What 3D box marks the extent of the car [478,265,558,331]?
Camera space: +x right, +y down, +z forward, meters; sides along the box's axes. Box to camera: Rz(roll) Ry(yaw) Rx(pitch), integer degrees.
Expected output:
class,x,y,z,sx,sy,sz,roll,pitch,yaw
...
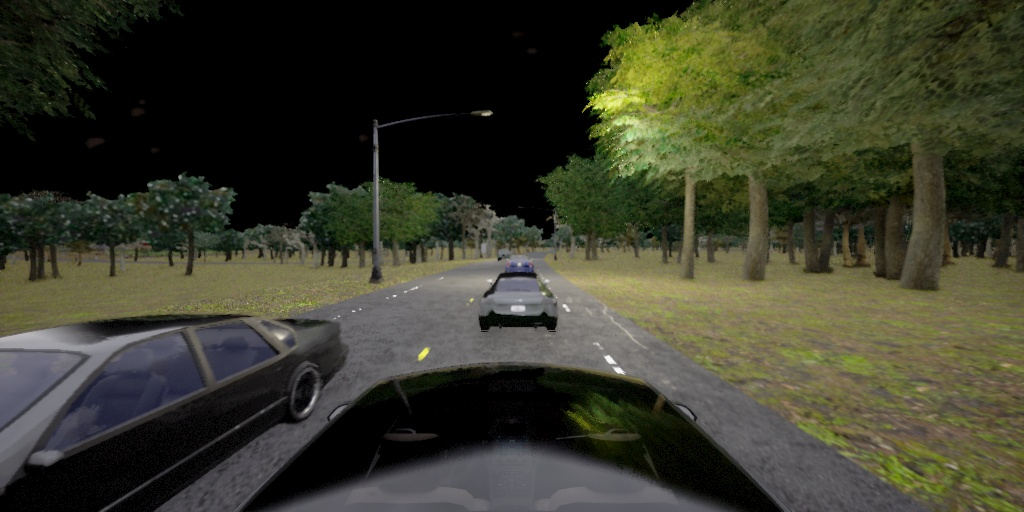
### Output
class,x,y,z,sx,sy,sz,roll,pitch,yaw
car,0.179,1.143,10.307,1.994,1.385,4.181,0,1,1

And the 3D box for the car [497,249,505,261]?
class,x,y,z,sx,sy,sz,roll,pitch,yaw
car,-1.255,-0.166,61.357,2.150,2.045,5.566,0,1,5

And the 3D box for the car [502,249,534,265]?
class,x,y,z,sx,sy,sz,roll,pitch,yaw
car,0.609,0.586,27.652,2.097,1.767,4.553,0,1,2

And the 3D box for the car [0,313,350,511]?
class,x,y,z,sx,sy,sz,roll,pitch,yaw
car,-3.353,1.272,2.924,2.033,1.411,5.357,0,1,2
